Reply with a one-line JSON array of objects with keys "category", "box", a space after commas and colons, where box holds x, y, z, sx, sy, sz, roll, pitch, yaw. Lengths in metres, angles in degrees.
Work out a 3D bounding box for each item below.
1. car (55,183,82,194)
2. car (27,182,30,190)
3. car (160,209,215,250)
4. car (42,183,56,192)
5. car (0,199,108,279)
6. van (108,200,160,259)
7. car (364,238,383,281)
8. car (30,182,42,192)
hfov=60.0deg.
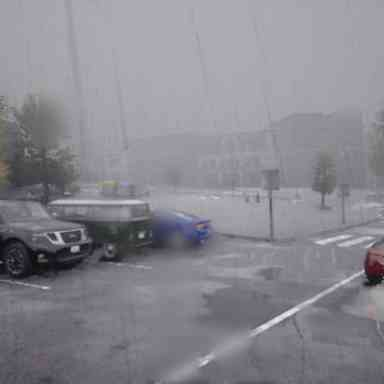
[{"category": "car", "box": [-20.032, -0.599, 55.256, 2.163, 1.488, 4.792, 1, 6, 5]}, {"category": "car", "box": [-28.099, -1.050, 58.928, 2.097, 1.535, 5.008, 1, 6, 4]}, {"category": "car", "box": [-1.476, 1.512, 14.495, 5.008, 1.535, 2.097, -1, 0, 25]}, {"category": "car", "box": [-22.706, -0.774, 56.529, 2.231, 1.521, 4.892, 1, 6, 5]}, {"category": "car", "box": [-5.687, 1.234, 10.246, 5.566, 2.045, 2.435, -1, -1, 25]}, {"category": "van", "box": [-3.704, 1.274, 12.424, 4.442, 1.987, 1.878, -1, 0, 25]}, {"category": "car", "box": [6.271, 1.603, 9.067, 1.994, 1.385, 4.181, 0, 0, 43]}, {"category": "car", "box": [-25.405, -0.873, 57.738, 2.002, 1.452, 4.674, 1, 6, 5]}]
